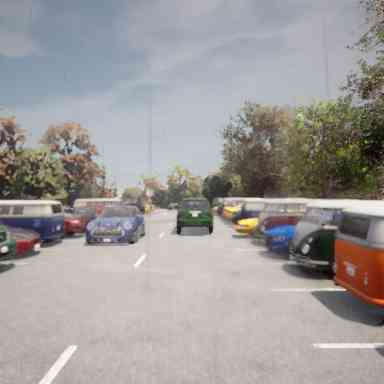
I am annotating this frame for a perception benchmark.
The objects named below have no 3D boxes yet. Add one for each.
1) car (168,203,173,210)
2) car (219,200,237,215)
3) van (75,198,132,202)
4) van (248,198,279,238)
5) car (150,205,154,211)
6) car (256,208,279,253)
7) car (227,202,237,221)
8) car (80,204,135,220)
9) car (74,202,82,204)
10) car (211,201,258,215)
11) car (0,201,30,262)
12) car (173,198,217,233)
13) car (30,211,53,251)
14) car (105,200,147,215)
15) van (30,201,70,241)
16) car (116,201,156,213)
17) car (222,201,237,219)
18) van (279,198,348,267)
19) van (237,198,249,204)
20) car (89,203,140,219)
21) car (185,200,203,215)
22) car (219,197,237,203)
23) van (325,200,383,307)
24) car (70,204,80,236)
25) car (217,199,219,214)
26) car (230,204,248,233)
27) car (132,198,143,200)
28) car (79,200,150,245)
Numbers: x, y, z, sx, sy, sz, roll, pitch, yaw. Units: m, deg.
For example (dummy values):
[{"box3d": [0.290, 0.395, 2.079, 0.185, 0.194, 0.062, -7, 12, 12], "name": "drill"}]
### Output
[{"box3d": [-3.249, 2.651, 60.030, 2.033, 1.411, 5.357, 0, -2, 0], "name": "car"}, {"box3d": [5.148, 1.739, 28.563, 5.008, 1.535, 2.097, 0, -1, 0], "name": "car"}, {"box3d": [-7.810, 1.578, 28.688, 4.442, 1.987, 1.878, 0, -1, 0], "name": "van"}, {"box3d": [4.976, 1.297, 14.593, 4.442, 1.987, 1.878, 0, -1, 0], "name": "van"}, {"box3d": [-7.860, 2.030, 42.560, 5.008, 1.535, 2.097, 0, -1, 0], "name": "car"}, {"box3d": [5.087, 1.479, 11.819, 5.008, 1.535, 2.097, 0, -1, 0], "name": "car"}, {"box3d": [5.123, 1.652, 22.897, 4.892, 1.521, 2.231, 0, -1, 0], "name": "car"}, {"box3d": [-7.911, 1.887, 31.460, 4.674, 1.452, 2.002, 0, -1, 0], "name": "car"}, {"box3d": [-7.932, 1.761, 25.909, 5.008, 1.535, 2.097, 0, -1, 0], "name": "car"}, {"box3d": [5.015, 1.909, 39.515, 5.366, 1.575, 1.946, 0, -1, 0], "name": "car"}, {"box3d": [-7.982, 1.266, 9.273, 5.566, 2.045, 2.435, 0, 0, 0], "name": "car"}, {"box3d": [0.180, 1.389, 21.005, 2.150, 2.045, 5.566, 0, -1, 0], "name": "car"}, {"box3d": [-7.968, 1.575, 12.023, 4.792, 1.488, 2.163, 0, 0, 0], "name": "car"}, {"box3d": [-7.847, 1.854, 39.786, 4.553, 1.767, 2.185, 0, -1, 0], "name": "car"}, {"box3d": [-8.103, 1.363, 14.810, 4.442, 1.987, 1.878, 0, -1, 0], "name": "van"}, {"box3d": [-8.028, 2.153, 48.100, 5.366, 1.575, 1.946, 0, -1, 0], "name": "car"}, {"box3d": [5.136, 1.694, 25.667, 5.008, 1.535, 2.097, 0, -1, 0], "name": "car"}, {"box3d": [4.953, 1.228, 9.202, 4.442, 1.987, 1.878, 0, 0, 0], "name": "van"}, {"box3d": [5.233, 1.381, 20.131, 4.442, 1.987, 1.878, 0, -1, 0], "name": "van"}, {"box3d": [-7.872, 1.920, 34.235, 4.792, 1.488, 2.163, 0, -1, 0], "name": "car"}, {"box3d": [0.272, 1.857, 42.236, 2.097, 1.767, 4.553, 0, -1, 0], "name": "car"}, {"box3d": [5.133, 1.655, 31.210, 4.553, 1.767, 2.185, 0, -1, 0], "name": "car"}, {"box3d": [5.174, 1.229, 6.297, 4.442, 1.987, 1.878, 0, 0, 0], "name": "van"}, {"box3d": [-7.991, 1.705, 20.358, 4.792, 1.488, 2.163, 0, -1, 0], "name": "car"}, {"box3d": [5.182, 1.867, 36.747, 4.892, 1.521, 2.231, 0, -1, 0], "name": "car"}, {"box3d": [4.921, 1.563, 17.357, 5.366, 1.575, 1.946, 0, -1, 0], "name": "car"}, {"box3d": [-7.920, 1.683, 37.016, 5.566, 2.045, 2.435, 0, -1, 0], "name": "car"}, {"box3d": [-3.539, 1.460, 16.139, 2.097, 1.767, 4.553, 0, -1, 0], "name": "car"}]
